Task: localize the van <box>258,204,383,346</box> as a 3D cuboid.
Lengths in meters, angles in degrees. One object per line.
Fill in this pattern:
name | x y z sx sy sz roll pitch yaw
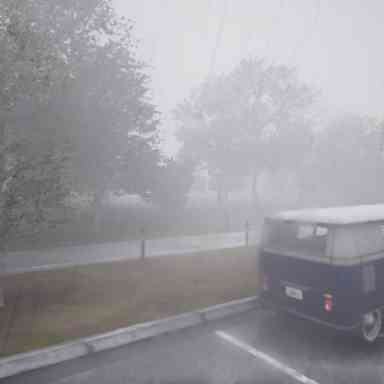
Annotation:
van | 3.364 1.256 6.360 4.442 1.987 1.878 -1 0 -34
